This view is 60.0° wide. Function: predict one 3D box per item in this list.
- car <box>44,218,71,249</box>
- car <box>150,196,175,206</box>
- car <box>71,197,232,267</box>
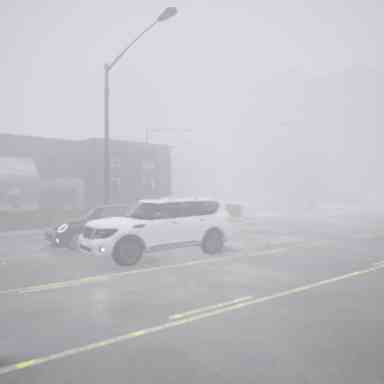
[{"bbox_3d":[-3.783,1.356,14.206,4.553,1.767,2.097,0,0,-36],"label":"car"},{"bbox_3d":[-4.935,1.505,55.290,1.837,1.490,4.892,0,0,-37],"label":"car"},{"bbox_3d":[-1.066,1.221,11.846,5.566,2.045,2.150,0,0,-36],"label":"car"}]
